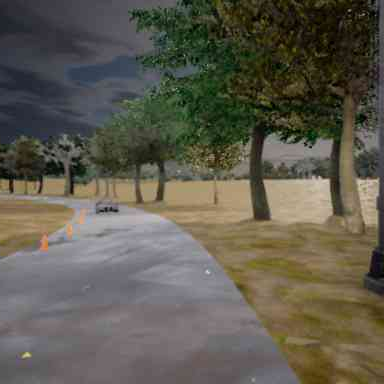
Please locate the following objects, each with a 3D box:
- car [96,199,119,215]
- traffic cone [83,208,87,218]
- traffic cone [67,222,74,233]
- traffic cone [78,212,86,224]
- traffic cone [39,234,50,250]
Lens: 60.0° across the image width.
[{"bbox_3d":[-8.157,1.368,31.882,1.994,1.385,4.181,-1,1,-19],"label":"car"},{"bbox_3d":[-8.819,1.822,27.258,0.340,0.580,0.340,-1,1,-16],"label":"traffic cone"},{"bbox_3d":[-6.542,1.903,17.796,0.340,0.580,0.340,0,0,-11],"label":"traffic cone"},{"bbox_3d":[-7.564,1.867,22.555,0.340,0.580,0.340,-1,1,-14],"label":"traffic cone"},{"bbox_3d":[-5.757,1.931,12.992,0.340,0.580,0.340,0,0,-8],"label":"traffic cone"}]
